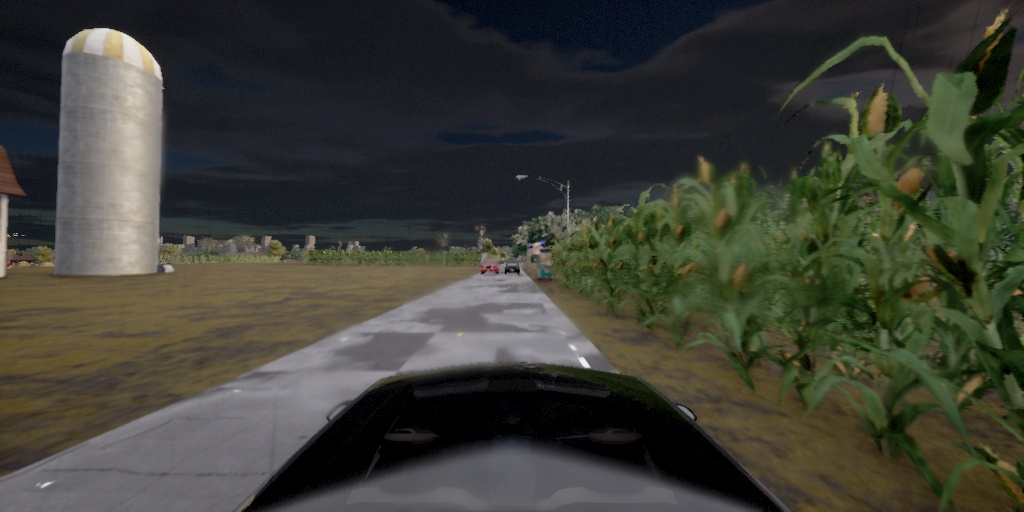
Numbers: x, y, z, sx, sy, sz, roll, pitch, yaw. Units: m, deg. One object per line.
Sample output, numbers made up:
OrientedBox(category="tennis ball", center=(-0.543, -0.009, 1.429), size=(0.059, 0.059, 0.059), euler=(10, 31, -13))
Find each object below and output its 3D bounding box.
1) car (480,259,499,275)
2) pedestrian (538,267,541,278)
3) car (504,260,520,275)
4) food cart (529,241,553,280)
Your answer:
OrientedBox(category="car", center=(-2.815, 1.345, 45.992), size=(2.150, 2.045, 5.566), euler=(0, 0, 0))
OrientedBox(category="pedestrian", center=(2.833, 1.355, 36.842), size=(0.375, 1.860, 0.375), euler=(1, -2, 0))
OrientedBox(category="car", center=(0.032, 1.609, 46.021), size=(1.882, 1.535, 5.008), euler=(0, 0, 0))
OrientedBox(category="food cart", center=(3.133, 0.498, 35.203), size=(2.280, 3.560, 4.660), euler=(0, 0, 0))
